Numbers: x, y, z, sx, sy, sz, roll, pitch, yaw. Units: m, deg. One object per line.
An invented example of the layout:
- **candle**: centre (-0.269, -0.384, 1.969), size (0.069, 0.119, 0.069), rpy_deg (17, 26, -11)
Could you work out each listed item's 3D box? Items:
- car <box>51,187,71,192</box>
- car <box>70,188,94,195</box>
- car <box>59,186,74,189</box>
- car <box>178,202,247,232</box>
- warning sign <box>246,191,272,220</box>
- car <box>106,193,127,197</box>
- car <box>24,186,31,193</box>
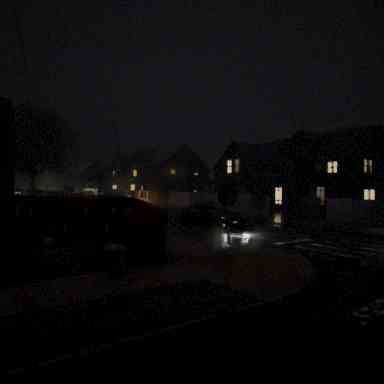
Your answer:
- **car**: centre (-18.659, 0.431, 45.530), size (2.128, 1.511, 4.902), rpy_deg (1, 0, -35)
- **car**: centre (-13.877, 0.622, 43.653), size (2.033, 1.411, 5.357), rpy_deg (1, 1, -35)
- **car**: centre (-19.953, 0.070, 52.097), size (2.150, 2.045, 5.566), rpy_deg (1, 1, -36)
- **car**: centre (1.000, 1.248, 17.845), size (1.994, 1.385, 4.181), rpy_deg (1, 1, -35)
- **warning sign**: centre (4.482, 0.848, 22.176), size (1.300, 1.860, 1.060), rpy_deg (0, 0, -36)
- **car**: centre (-6.311, 0.909, 28.085), size (1.837, 1.490, 4.892), rpy_deg (1, 1, -36)
- **car**: centre (-39.772, -0.578, 81.452), size (2.097, 1.767, 4.553), rpy_deg (-1, 2, -36)
